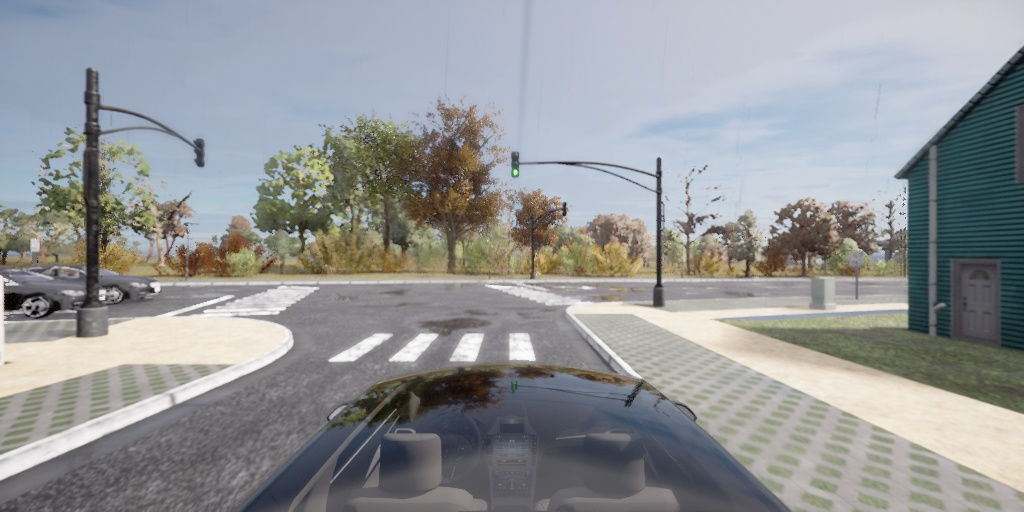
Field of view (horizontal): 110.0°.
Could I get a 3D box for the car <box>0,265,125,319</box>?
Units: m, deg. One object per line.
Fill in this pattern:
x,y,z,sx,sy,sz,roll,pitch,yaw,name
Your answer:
-15.958,1.101,11.047,4.902,1.511,2.128,1,0,-22,car

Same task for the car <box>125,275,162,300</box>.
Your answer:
-17.114,1.100,14.097,4.902,1.511,2.128,1,0,-22,car
